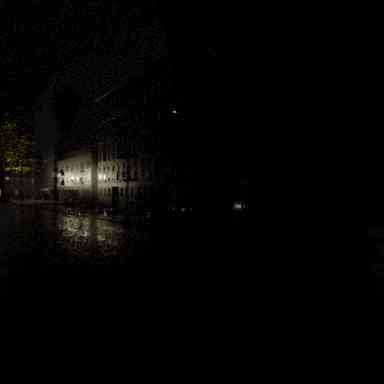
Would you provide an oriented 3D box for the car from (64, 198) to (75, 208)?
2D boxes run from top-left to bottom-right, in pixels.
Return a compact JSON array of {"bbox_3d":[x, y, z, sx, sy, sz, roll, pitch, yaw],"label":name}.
[{"bbox_3d":[-17.155,1.635,48.565,2.033,1.411,5.357,0,0,-36],"label":"car"}]

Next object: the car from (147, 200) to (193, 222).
[{"bbox_3d":[-1.909,1.399,27.327,2.097,1.767,4.553,0,0,-36],"label":"car"}]

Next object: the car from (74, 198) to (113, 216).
[{"bbox_3d":[-9.608,1.589,33.005,2.033,1.411,5.357,0,0,-36],"label":"car"}]
